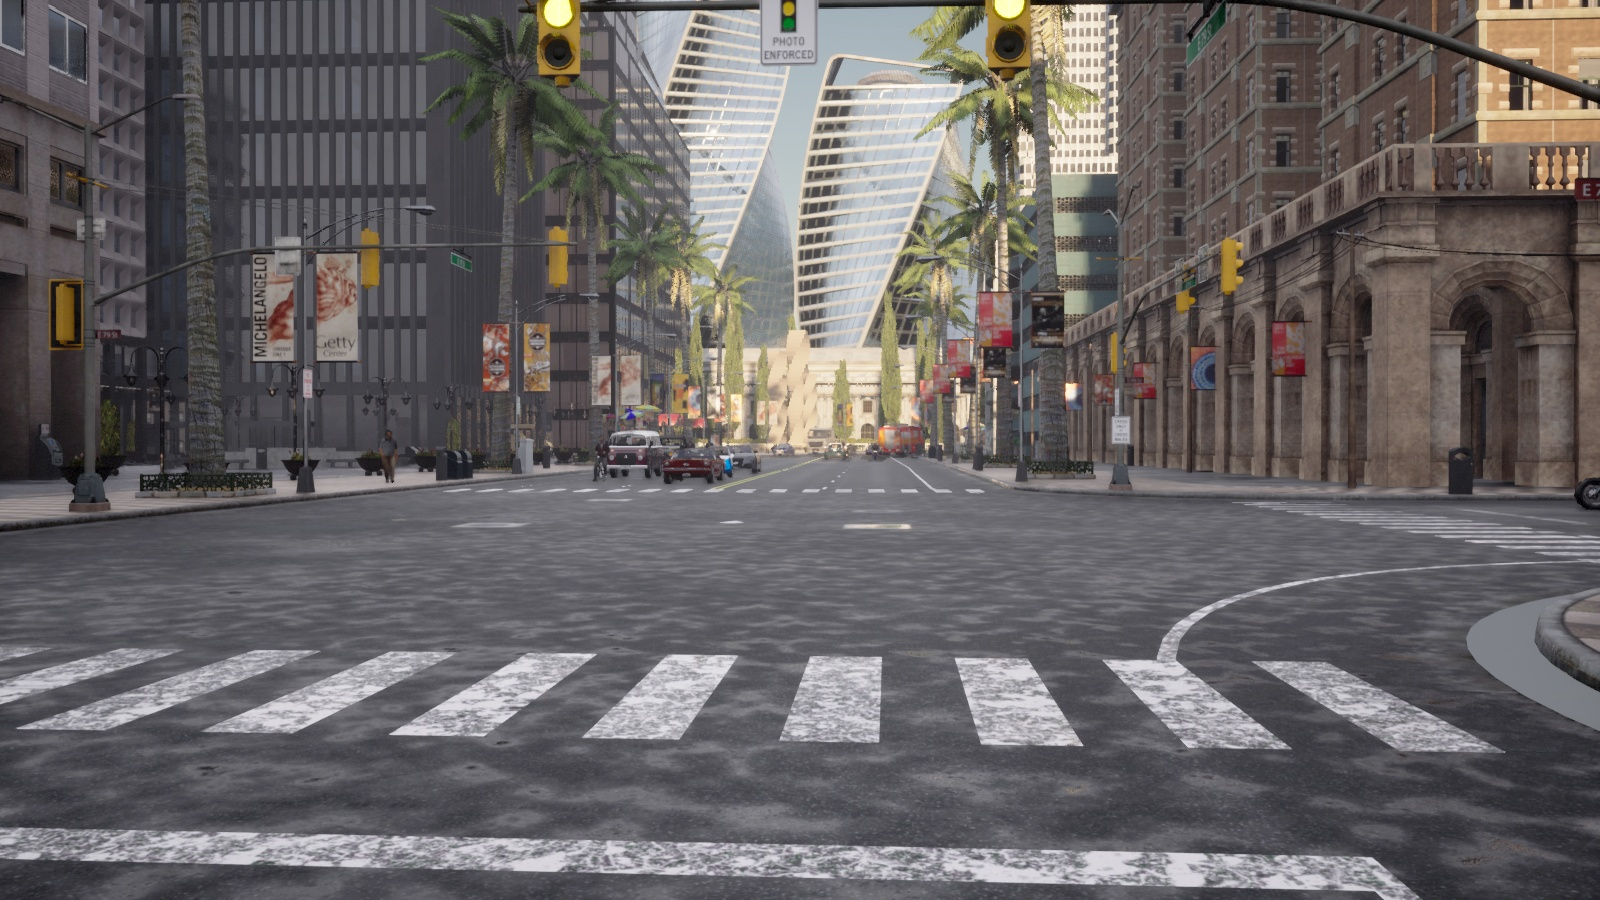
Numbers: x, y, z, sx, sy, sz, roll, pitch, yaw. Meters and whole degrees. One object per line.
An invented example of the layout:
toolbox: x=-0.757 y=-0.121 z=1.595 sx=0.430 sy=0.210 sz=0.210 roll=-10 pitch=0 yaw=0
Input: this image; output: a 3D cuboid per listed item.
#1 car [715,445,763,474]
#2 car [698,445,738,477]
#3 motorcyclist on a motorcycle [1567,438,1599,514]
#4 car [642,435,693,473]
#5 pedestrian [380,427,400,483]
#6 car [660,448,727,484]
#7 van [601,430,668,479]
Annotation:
car: x=-3.054 y=0.449 z=63.475 sx=1.994 sy=1.385 sz=4.181 roll=0 pitch=0 yaw=3
car: x=-3.574 y=0.487 z=55.148 sx=1.481 sy=1.376 sz=2.207 roll=0 pitch=0 yaw=4
motorcyclist on a motorcycle: x=18.289 y=0.555 z=27.621 sx=2.350 sy=1.649 sz=0.766 roll=0 pitch=0 yaw=3
car: x=-6.588 y=0.181 z=62.927 sx=1.905 sy=1.878 sz=3.866 roll=0 pitch=0 yaw=4
pedestrian: x=-13.500 y=0.159 z=41.357 sx=0.540 sy=1.848 sz=0.694 roll=0 pitch=0 yaw=-27
car: x=-4.025 y=0.572 z=48.115 sx=1.895 sy=1.301 sz=4.718 roll=0 pitch=0 yaw=3
van: x=-7.118 y=0.156 z=54.544 sx=2.069 sy=2.038 sz=4.480 roll=0 pitch=0 yaw=4
